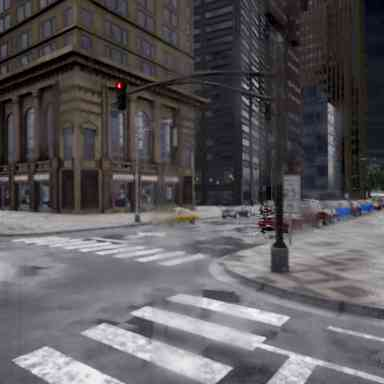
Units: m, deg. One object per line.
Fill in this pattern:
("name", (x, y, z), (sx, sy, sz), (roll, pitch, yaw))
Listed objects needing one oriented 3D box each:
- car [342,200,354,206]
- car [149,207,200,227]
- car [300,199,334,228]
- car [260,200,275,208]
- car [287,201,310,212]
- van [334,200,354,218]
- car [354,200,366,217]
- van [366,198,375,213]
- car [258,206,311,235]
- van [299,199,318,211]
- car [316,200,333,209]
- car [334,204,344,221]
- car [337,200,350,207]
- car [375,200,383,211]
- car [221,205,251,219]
("car", (37.240, 2.697, 79.231), (1.802, 1.307, 4.206), (-1, -1, 36))
("car", (-1.276, 1.854, 25.844), (1.752, 1.417, 4.829), (-1, -1, 36))
("car", (8.712, 1.659, 25.111), (2.192, 1.841, 5.009), (-1, -2, 36))
("car", (10.256, 1.886, 41.836), (2.192, 1.841, 5.009), (-1, -1, 36))
("car", (15.974, 2.129, 49.757), (1.967, 1.590, 4.097), (-1, -1, 36))
("van", (14.674, 1.810, 33.355), (1.690, 1.788, 3.998), (-1, -2, 36))
("car", (17.655, 1.846, 37.477), (2.192, 1.841, 5.009), (-1, -2, 36))
("van", (23.618, 1.995, 45.721), (1.690, 1.788, 3.998), (-1, -1, 36))
("car", (5.733, 1.826, 20.984), (1.887, 1.381, 4.507), (-1, -2, 36))
("van", (18.832, 2.089, 53.722), (1.690, 1.788, 3.998), (-1, -1, 36))
("car", (24.654, 2.307, 61.790), (1.967, 1.590, 4.097), (-1, -1, 36))
("car", (11.695, 1.988, 29.227), (1.802, 1.307, 4.206), (-1, -2, 36))
("car", (34.094, 2.599, 74.872), (1.887, 1.381, 4.507), (-1, -1, 36))
("car", (29.242, 2.352, 53.574), (1.802, 1.307, 4.206), (-1, -1, 36))
("car", (4.541, 2.002, 33.906), (2.008, 1.369, 4.403), (-1, -1, 36))
